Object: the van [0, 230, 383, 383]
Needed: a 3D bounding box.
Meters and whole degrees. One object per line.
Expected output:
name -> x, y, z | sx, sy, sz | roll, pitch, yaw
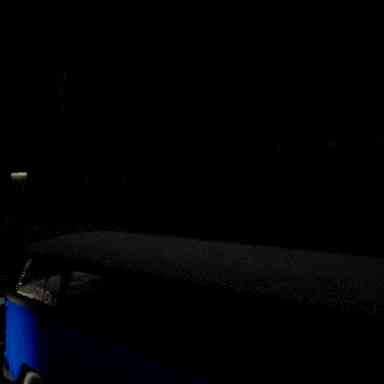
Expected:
van -> -0.138, 1.340, 3.059 | 3.998, 1.788, 1.690 | 0, 0, 35
